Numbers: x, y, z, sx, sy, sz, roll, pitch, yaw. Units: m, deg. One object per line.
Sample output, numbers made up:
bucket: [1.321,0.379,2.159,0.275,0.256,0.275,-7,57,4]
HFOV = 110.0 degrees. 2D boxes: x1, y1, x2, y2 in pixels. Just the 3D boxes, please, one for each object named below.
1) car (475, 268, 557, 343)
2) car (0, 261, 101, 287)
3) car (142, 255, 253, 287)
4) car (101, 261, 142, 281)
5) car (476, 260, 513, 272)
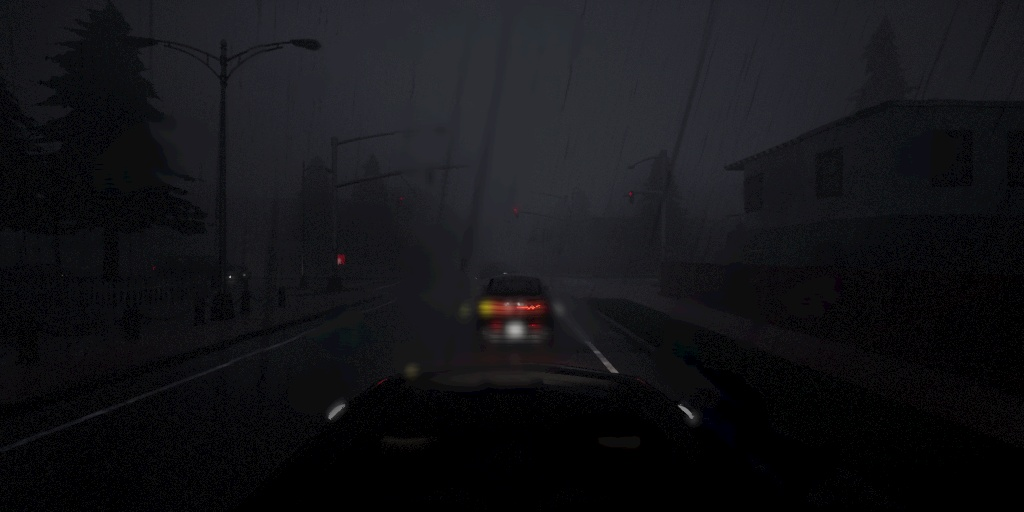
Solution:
car: [0.093,1.254,9.698,1.837,1.490,4.892,0,0,0]
car: [-31.102,1.253,23.733,4.902,1.511,2.128,0,0,-1]
car: [-20.664,0.983,24.008,5.566,2.045,2.150,0,0,-1]
car: [-30.577,1.287,27.422,4.674,1.442,1.812,0,0,-1]
car: [-1.042,1.267,28.762,1.812,1.442,4.674,-1,0,-33]
